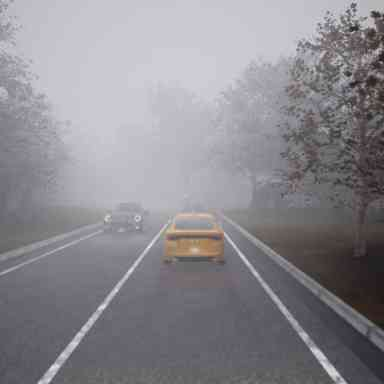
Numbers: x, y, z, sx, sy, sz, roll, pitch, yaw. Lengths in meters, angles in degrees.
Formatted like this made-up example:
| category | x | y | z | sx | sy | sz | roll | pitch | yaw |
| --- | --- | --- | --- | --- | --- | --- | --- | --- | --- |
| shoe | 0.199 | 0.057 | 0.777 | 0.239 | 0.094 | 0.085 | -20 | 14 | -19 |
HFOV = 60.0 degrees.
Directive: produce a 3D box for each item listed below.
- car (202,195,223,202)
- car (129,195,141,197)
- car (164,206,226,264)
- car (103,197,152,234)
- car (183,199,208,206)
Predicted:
| category | x | y | z | sx | sy | sz | roll | pitch | yaw |
| --- | --- | --- | --- | --- | --- | --- | --- | --- | --- |
| car | 4.454 | 1.343 | 72.465 | 4.553 | 1.767 | 2.097 | 0 | 0 | 22 |
| car | -12.317 | 1.490 | 69.305 | 4.892 | 1.490 | 1.837 | 0 | 0 | -43 |
| car | 0.090 | 1.476 | 11.846 | 1.882 | 1.535 | 5.008 | 0 | 0 | 0 |
| car | -3.586 | 1.349 | 19.078 | 2.097 | 1.767 | 4.553 | 0 | 0 | 0 |
| car | 0.103 | 1.560 | 29.847 | 1.994 | 1.385 | 4.181 | 0 | 0 | 0 |
